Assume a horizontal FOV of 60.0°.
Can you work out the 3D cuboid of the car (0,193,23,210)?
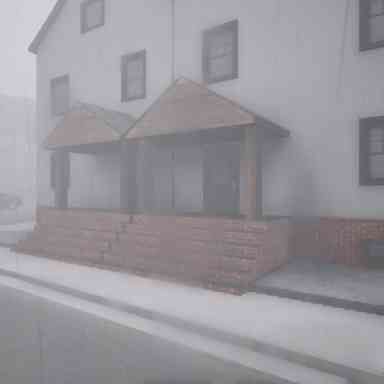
[{"bbox_3d":[-16.187,0.891,26.550,1.837,1.490,4.892,0,7,35],"label":"car"}]
